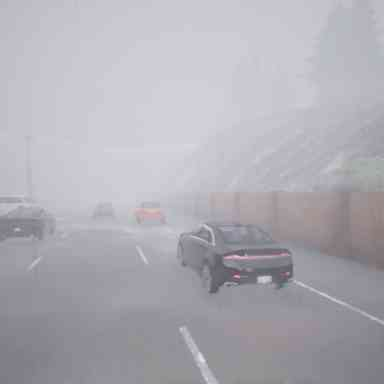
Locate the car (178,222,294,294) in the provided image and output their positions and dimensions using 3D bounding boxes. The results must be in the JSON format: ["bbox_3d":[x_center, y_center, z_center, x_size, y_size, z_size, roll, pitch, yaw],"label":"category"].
[{"bbox_3d":[0.876,1.555,9.059,2.128,1.511,4.902,0,0,-14],"label":"car"}]

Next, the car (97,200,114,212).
[{"bbox_3d":[-11.008,1.772,42.262,1.994,1.385,4.181,0,0,-14],"label":"car"}]

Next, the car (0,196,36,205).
[{"bbox_3d":[-14.720,1.318,28.251,2.150,2.045,5.566,0,0,-14],"label":"car"}]

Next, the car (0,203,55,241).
[{"bbox_3d":[-8.342,1.540,17.128,1.882,1.535,5.008,0,-1,-14],"label":"car"}]

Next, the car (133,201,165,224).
[{"bbox_3d":[-3.522,1.504,26.733,2.097,1.767,4.553,0,0,-14],"label":"car"}]

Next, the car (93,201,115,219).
[{"bbox_3d":[-8.124,1.698,30.711,2.033,1.411,5.357,0,0,-14],"label":"car"}]
